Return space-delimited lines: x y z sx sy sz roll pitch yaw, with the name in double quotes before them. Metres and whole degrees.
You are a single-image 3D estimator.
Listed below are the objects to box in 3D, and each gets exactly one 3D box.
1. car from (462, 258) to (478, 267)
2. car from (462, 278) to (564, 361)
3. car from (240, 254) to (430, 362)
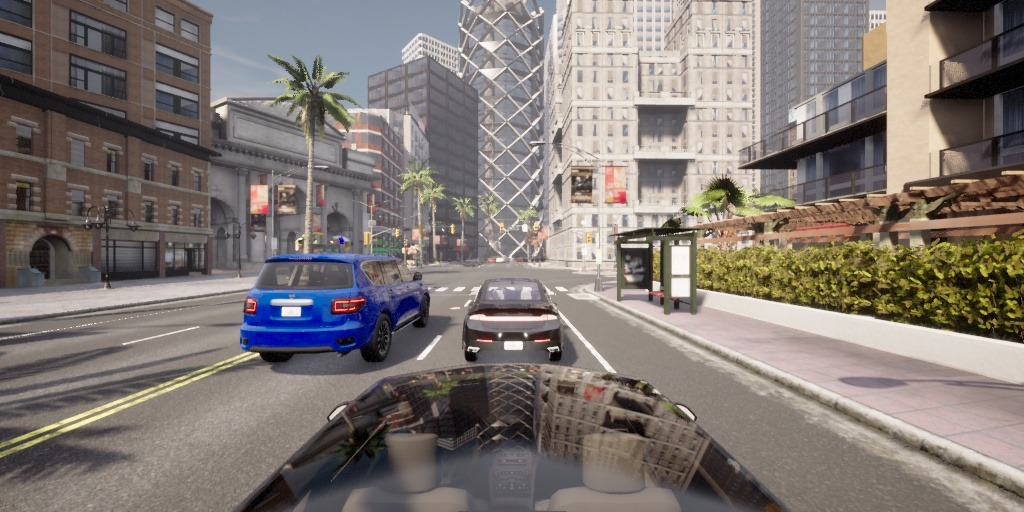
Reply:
"car" -7.708 1.314 64.257 1.994 1.385 4.181 0 0 0
"car" 0.014 1.242 8.246 2.128 1.511 4.902 0 0 0
"car" -3.487 0.971 8.333 2.150 2.045 5.566 0 0 0
